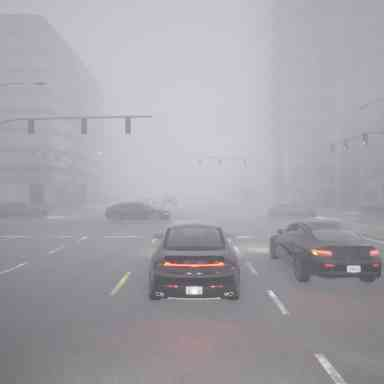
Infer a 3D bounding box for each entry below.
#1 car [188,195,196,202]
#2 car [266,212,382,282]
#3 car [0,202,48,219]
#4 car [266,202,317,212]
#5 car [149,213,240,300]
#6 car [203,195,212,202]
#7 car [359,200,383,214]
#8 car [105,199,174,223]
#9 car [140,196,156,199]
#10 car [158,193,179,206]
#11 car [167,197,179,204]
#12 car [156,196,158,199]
[{"bbox_3d":[-0.004,1.364,73.853,2.128,1.511,4.902,0,0,0],"label":"car"},{"bbox_3d":[3.563,1.526,9.601,1.812,1.442,4.674,0,0,0],"label":"car"},{"bbox_3d":[-14.893,1.564,29.060,4.181,1.385,1.994,0,0,-6],"label":"car"},{"bbox_3d":[8.447,1.564,28.387,4.181,1.385,1.994,0,0,1],"label":"car"},{"bbox_3d":[0.057,1.505,8.345,1.837,1.490,4.892,0,0,0],"label":"car"},{"bbox_3d":[3.500,1.500,74.698,1.837,1.490,4.892,0,0,0],"label":"car"},{"bbox_3d":[20.844,1.547,35.464,5.357,1.411,2.033,0,0,1],"label":"car"},{"bbox_3d":[-4.028,1.504,25.013,4.892,1.490,1.837,0,0,1],"label":"car"},{"bbox_3d":[-7.101,1.547,50.103,2.033,1.411,5.357,0,0,0],"label":"car"},{"bbox_3d":[-3.606,1.221,53.344,2.150,2.045,5.566,0,0,1],"label":"car"},{"bbox_3d":[-3.553,1.601,63.317,1.895,1.301,4.718,0,0,1],"label":"car"},{"bbox_3d":[-7.073,1.477,59.926,1.882,1.535,5.008,0,0,0],"label":"car"}]
